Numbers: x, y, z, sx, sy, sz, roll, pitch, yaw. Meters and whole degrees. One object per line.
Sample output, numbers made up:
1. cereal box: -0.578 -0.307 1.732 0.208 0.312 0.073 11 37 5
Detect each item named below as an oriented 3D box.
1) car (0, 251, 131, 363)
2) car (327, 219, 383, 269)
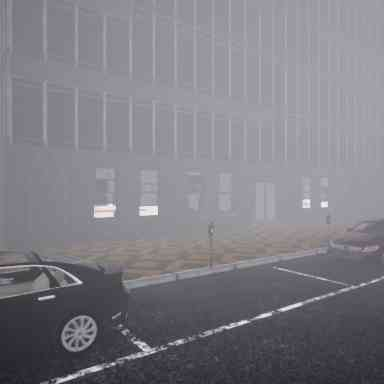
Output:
1. car: -3.002 1.551 4.418 4.403 1.369 2.008 0 0 -36
2. car: 6.250 1.582 11.051 4.206 1.307 1.802 0 0 -36
